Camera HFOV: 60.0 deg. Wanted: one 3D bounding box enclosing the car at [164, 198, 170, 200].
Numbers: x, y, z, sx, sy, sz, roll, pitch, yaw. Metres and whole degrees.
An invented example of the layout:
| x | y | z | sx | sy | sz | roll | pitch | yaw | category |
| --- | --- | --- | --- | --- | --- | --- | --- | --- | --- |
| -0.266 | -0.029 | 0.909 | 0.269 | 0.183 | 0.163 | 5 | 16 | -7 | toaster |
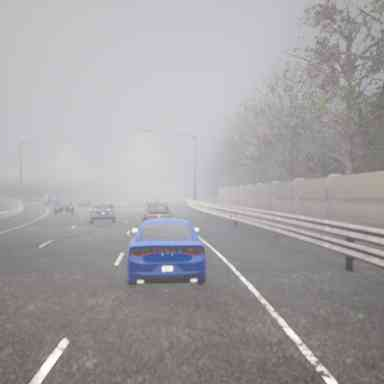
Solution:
| x | y | z | sx | sy | sz | roll | pitch | yaw | category |
| --- | --- | --- | --- | --- | --- | --- | --- | --- | --- |
| -5.123 | 1.695 | 63.476 | 1.895 | 1.301 | 4.718 | 0 | 0 | 3 | car |

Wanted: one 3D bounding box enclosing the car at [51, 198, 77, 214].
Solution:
| x | y | z | sx | sy | sz | roll | pitch | yaw | category |
| --- | --- | --- | --- | --- | --- | --- | --- | --- | --- |
| -13.693 | 1.660 | 35.707 | 1.895 | 1.301 | 4.718 | 0 | 0 | -20 | car |

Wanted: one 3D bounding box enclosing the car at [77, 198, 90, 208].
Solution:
| x | y | z | sx | sy | sz | roll | pitch | yaw | category |
| --- | --- | --- | --- | --- | --- | --- | --- | --- | --- |
| -16.503 | 1.574 | 50.364 | 2.128 | 1.511 | 4.902 | 0 | 0 | -28 | car |

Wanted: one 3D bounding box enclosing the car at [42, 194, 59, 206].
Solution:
| x | y | z | sx | sy | sz | roll | pitch | yaw | category |
| --- | --- | --- | --- | --- | --- | --- | --- | --- | --- |
| -23.783 | 1.316 | 56.038 | 2.150 | 2.045 | 5.566 | 0 | 0 | -32 | car |

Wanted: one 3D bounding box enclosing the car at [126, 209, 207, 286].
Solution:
| x | y | z | sx | sy | sz | roll | pitch | yaw | category |
| --- | --- | --- | --- | --- | --- | --- | --- | --- | --- |
| -0.749 | 1.492 | 9.595 | 1.882 | 1.535 | 5.008 | 0 | 0 | -5 | car |

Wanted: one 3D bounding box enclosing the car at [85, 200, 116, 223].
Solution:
| x | y | z | sx | sy | sz | roll | pitch | yaw | category |
| --- | --- | --- | --- | --- | --- | --- | --- | --- | --- |
| -6.974 | 1.589 | 26.046 | 2.033 | 1.411 | 5.357 | 0 | 0 | -15 | car |

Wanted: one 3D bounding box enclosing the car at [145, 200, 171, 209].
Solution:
| x | y | z | sx | sy | sz | roll | pitch | yaw | category |
| --- | --- | --- | --- | --- | --- | --- | --- | --- | --- |
| -2.260 | 1.525 | 21.340 | 2.128 | 1.511 | 4.902 | 0 | 0 | -9 | car |

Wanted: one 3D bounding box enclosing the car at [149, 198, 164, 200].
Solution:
| x | y | z | sx | sy | sz | roll | pitch | yaw | category |
| --- | --- | --- | --- | --- | --- | --- | --- | --- | --- |
| -5.064 | 1.613 | 43.704 | 2.033 | 1.411 | 5.357 | 0 | 0 | -4 | car |
